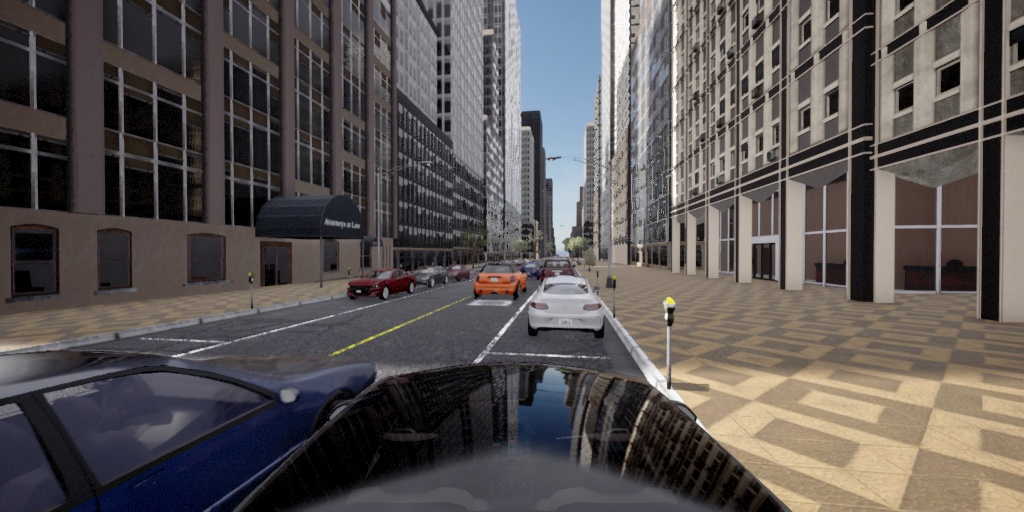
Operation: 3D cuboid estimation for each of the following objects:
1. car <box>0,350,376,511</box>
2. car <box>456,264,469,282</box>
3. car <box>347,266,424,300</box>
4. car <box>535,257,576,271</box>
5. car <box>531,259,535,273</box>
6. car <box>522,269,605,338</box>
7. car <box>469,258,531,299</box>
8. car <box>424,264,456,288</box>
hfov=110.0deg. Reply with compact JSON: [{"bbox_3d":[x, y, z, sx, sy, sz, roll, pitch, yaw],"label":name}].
[{"bbox_3d":[-2.809,1.296,1.924,2.033,1.411,5.357,0,0,9],"label":"car"},{"bbox_3d":[-4.587,1.322,28.942,1.802,1.307,4.207,0,0,9],"label":"car"},{"bbox_3d":[-6.282,1.288,17.701,1.888,1.381,4.507,0,0,9],"label":"car"},{"bbox_3d":[2.852,1.059,22.072,2.192,1.841,5.009,0,0,9],"label":"car"},{"bbox_3d":[1.632,1.266,31.381,1.812,1.442,4.674,0,0,9],"label":"car"},{"bbox_3d":[1.514,1.273,10.116,1.812,1.442,4.674,0,0,9],"label":"car"},{"bbox_3d":[-0.450,1.097,18.207,2.097,1.767,4.553,0,0,9],"label":"car"},{"bbox_3d":[-5.436,1.292,23.322,2.007,1.370,4.403,0,0,9],"label":"car"}]
